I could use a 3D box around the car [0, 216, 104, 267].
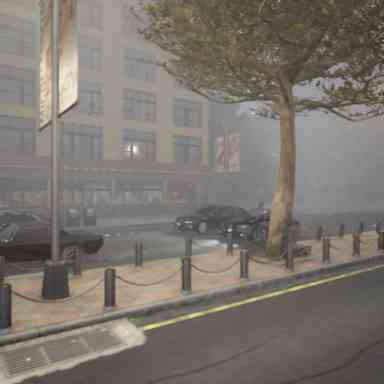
[{"bbox_3d":[-5.251,1.586,10.064,4.718,1.301,1.895,0,0,-35],"label":"car"}]

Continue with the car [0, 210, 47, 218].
[{"bbox_3d":[-7.450,1.488,12.786,4.892,1.490,1.837,0,0,-35],"label":"car"}]

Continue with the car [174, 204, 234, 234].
[{"bbox_3d":[1.280,1.468,18.898,4.892,1.490,1.837,0,0,-35],"label":"car"}]

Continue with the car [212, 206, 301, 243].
[{"bbox_3d":[3.348,1.530,16.076,4.181,1.385,1.994,0,0,-35],"label":"car"}]
